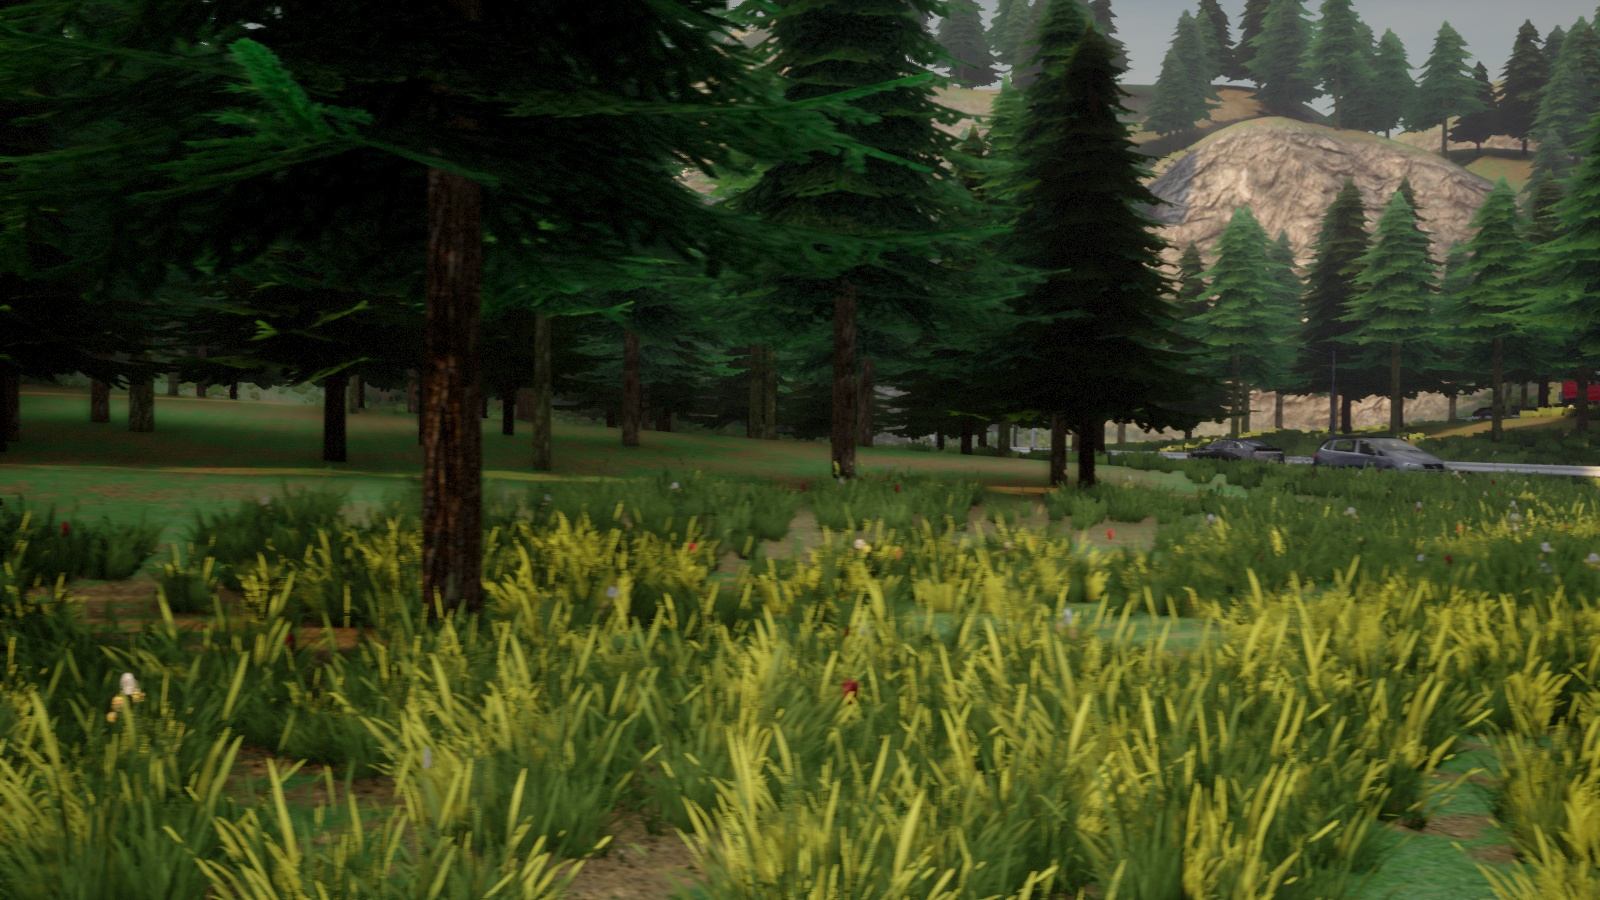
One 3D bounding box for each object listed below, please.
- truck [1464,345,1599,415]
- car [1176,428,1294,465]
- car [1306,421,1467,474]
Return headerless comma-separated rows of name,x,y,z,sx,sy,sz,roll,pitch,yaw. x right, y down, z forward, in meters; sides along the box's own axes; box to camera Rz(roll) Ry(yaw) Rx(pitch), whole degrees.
truck,47.350,-4.394,80.331,7.936,3.462,2.891,-6,-4,42
car,18.677,-0.189,54.174,2.128,1.511,4.902,-1,1,-21
car,19.540,-0.114,42.088,2.242,1.667,4.611,-1,1,-21
